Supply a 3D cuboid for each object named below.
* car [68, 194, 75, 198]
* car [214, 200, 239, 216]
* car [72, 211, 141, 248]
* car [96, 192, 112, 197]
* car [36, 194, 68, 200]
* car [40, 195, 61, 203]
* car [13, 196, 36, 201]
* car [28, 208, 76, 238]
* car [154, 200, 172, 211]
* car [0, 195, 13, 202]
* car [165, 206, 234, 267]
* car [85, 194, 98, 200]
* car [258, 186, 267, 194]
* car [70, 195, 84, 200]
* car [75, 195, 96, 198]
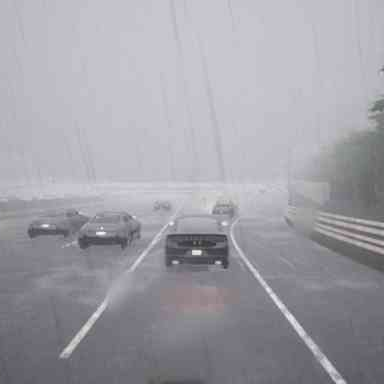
[{"bbox_3d":[-24.646,1.222,66.157,2.097,1.767,4.553,0,0,0],"label":"car"},{"bbox_3d":[3.181,1.511,30.884,2.128,1.511,4.902,1,0,15],"label":"car"},{"bbox_3d":[-3.484,1.556,14.751,1.994,1.385,4.181,0,0,0],"label":"car"},{"bbox_3d":[-21.301,0.981,81.948,2.150,2.045,5.566,0,0,-1],"label":"car"},{"bbox_3d":[-21.108,1.444,50.318,1.882,1.535,5.008,0,0,0],"label":"car"},{"bbox_3d":[-28.146,1.391,66.146,2.128,1.511,4.902,0,0,0],"label":"car"},{"bbox_3d":[-24.603,1.491,50.296,1.812,1.442,4.674,0,0,0],"label":"car"},{"bbox_3d":[-6.881,1.553,17.626,1.994,1.385,4.181,0,0,0],"label":"car"},{"bbox_3d":[-3.500,1.579,40.862,1.895,1.301,4.718,0,0,0],"label":"car"},{"bbox_3d":[-28.098,1.317,50.352,2.097,1.767,4.553,0,0,0],"label":"car"},{"bbox_3d":[0.212,1.471,11.398,1.882,1.535,5.008,0,0,2],"label":"car"},{"bbox_3d":[-24.802,1.307,81.954,1.994,1.385,4.181,0,0,-1],"label":"car"},{"bbox_3d":[17.741,-0.356,83.776,1.837,1.490,4.892,0,3,11],"label":"car"},{"bbox_3d":[-28.302,1.349,81.942,1.895,1.301,4.718,0,0,-1],"label":"car"},{"bbox_3d":[-21.146,1.421,66.153,1.994,1.385,4.181,0,0,0],"label":"car"}]
